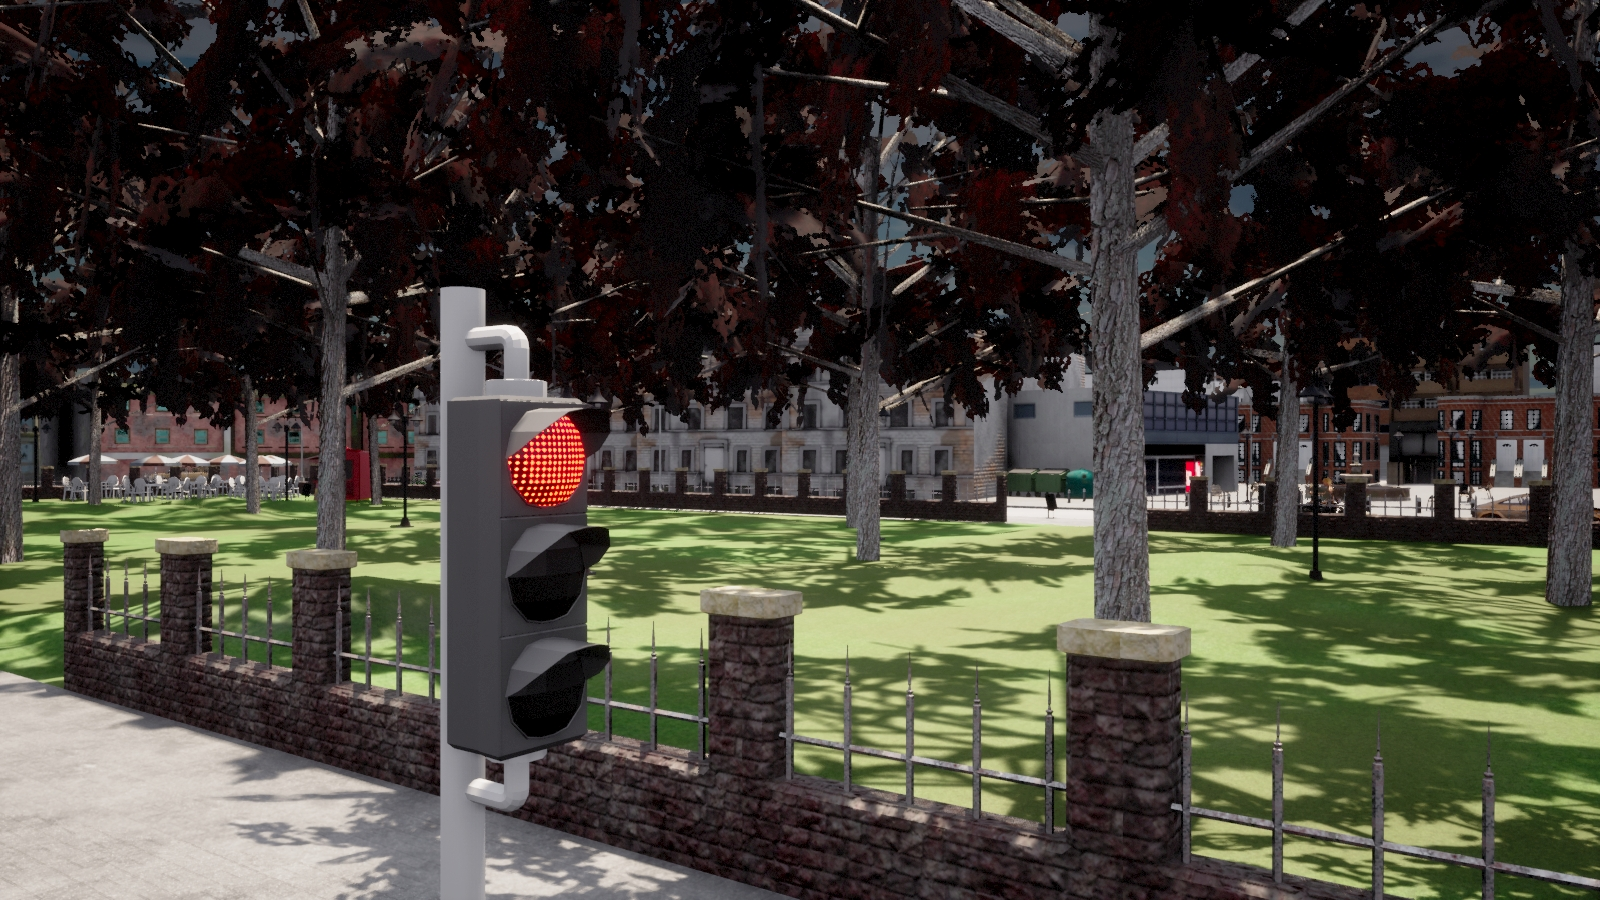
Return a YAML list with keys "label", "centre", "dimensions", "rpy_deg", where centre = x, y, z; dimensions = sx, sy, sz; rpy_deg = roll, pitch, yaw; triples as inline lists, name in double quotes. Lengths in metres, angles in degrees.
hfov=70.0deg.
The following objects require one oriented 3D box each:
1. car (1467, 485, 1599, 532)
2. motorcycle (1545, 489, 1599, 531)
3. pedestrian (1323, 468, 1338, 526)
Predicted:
- label: "car"
  centre: [24.491, 1.899, 37.604]
  dimensions: [4.181, 1.385, 1.994]
  rpy_deg: [0, 0, 37]
- label: "motorcycle"
  centre: [25.489, 1.950, 36.881]
  dimensions: [2.356, 1.277, 0.764]
  rpy_deg: [0, 0, 36]
- label: "pedestrian"
  centre: [17.183, 1.523, 36.977]
  dimensions: [0.375, 1.860, 0.375]
  rpy_deg: [0, 0, 37]
